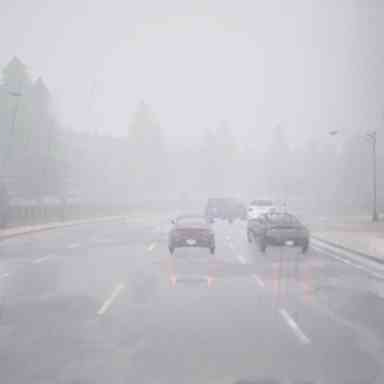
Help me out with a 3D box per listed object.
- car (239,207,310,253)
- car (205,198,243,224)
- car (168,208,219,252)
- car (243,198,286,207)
[{"bbox_3d":[3.525,1.628,14.293,2.128,1.511,4.902,0,0,1],"label":"car"},{"bbox_3d":[2.915,1.478,27.810,2.150,2.045,5.566,0,0,26],"label":"car"},{"bbox_3d":[0.031,1.662,14.382,1.812,1.442,4.674,0,0,1],"label":"car"},{"bbox_3d":[6.078,1.464,26.313,2.150,2.045,5.566,0,0,26],"label":"car"}]
